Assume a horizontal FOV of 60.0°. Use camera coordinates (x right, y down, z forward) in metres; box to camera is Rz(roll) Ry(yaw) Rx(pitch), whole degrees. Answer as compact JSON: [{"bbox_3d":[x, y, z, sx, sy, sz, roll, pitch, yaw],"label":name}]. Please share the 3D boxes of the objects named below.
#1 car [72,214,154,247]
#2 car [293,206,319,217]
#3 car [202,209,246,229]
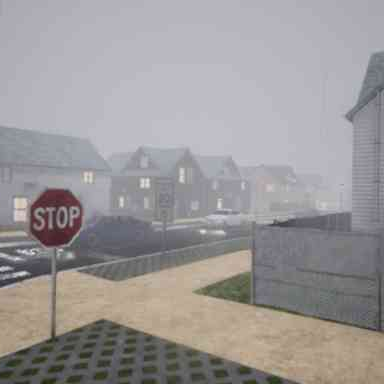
[{"bbox_3d":[-4.344,1.877,17.310,2.033,1.411,5.357,1,-1,37],"label":"car"},{"bbox_3d":[14.914,2.590,43.121,2.033,1.411,5.357,1,-1,37],"label":"car"},{"bbox_3d":[2.709,2.113,26.794,1.812,1.442,4.674,1,-1,37],"label":"car"}]
